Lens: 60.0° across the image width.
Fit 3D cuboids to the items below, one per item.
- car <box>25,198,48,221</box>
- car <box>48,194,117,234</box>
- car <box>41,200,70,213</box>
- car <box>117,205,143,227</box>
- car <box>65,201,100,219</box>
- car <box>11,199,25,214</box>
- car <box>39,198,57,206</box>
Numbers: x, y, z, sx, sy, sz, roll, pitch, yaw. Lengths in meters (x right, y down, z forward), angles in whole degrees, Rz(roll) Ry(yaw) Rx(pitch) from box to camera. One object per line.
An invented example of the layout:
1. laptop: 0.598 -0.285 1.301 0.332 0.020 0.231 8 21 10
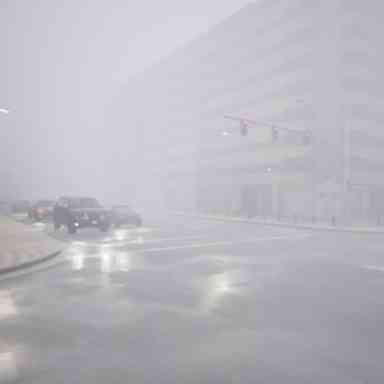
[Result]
1. car: -12.451 1.465 28.306 2.097 1.767 4.553 1 -1 -35
2. car: -6.886 1.316 20.416 2.150 2.045 5.566 1 -1 -35
3. car: -16.619 1.740 40.287 2.033 1.411 5.357 1 -1 -35
4. car: -5.288 1.680 24.216 1.812 1.442 4.674 1 -1 -35
5. car: -10.505 1.677 31.613 1.837 1.490 4.892 1 -1 -35
6. car: -19.137 1.699 37.778 1.994 1.385 4.181 1 -1 -36
7. car: -25.880 1.770 59.814 1.882 1.535 5.008 1 -1 -36
